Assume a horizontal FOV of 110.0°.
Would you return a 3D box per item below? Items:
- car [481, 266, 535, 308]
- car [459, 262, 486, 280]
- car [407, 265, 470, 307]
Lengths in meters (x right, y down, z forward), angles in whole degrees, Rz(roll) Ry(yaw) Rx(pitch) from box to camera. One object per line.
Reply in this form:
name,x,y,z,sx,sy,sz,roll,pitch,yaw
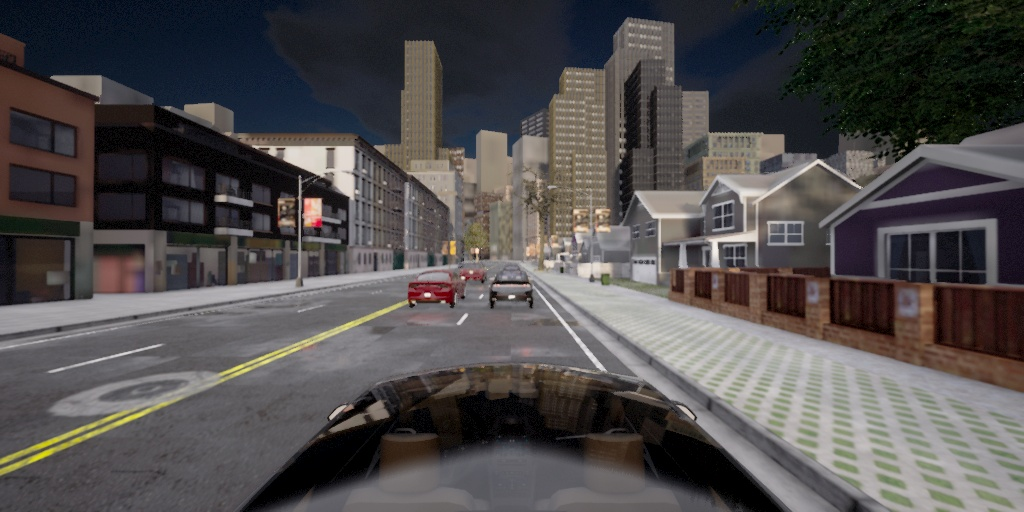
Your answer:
car,-0.011,1.379,16.153,2.128,1.511,4.902,0,0,0
car,-3.277,1.379,30.919,2.097,1.767,4.553,0,-1,0
car,-3.260,1.366,16.325,1.882,1.535,5.008,0,0,0
